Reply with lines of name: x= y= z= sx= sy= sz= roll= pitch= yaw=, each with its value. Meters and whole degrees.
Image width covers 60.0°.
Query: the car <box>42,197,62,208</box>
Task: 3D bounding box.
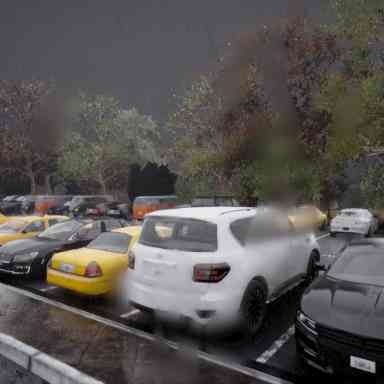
car: x=-11.448 y=1.539 z=32.432 sx=2.097 sy=1.535 sz=5.008 roll=0 pitch=0 yaw=36

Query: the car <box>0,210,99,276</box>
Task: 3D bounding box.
car: x=-3.443 y=1.554 z=10.486 sx=2.231 sy=1.521 sz=4.892 roll=0 pitch=0 yaw=36

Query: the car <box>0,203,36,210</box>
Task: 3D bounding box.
car: x=-10.398 y=1.524 z=15.287 sx=1.946 sy=1.575 sz=5.366 roll=0 pitch=0 yaw=36

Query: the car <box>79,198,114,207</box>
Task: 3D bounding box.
car: x=-6.949 y=1.548 z=29.203 sx=2.163 sy=1.488 sz=4.792 roll=0 pitch=0 yaw=36

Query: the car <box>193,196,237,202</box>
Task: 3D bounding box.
car: x=2.020 y=1.285 z=22.707 sx=2.435 sy=2.045 sz=5.566 roll=0 pitch=0 yaw=36

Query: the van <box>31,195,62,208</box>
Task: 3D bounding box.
van: x=-13.627 y=1.329 z=34.148 sx=1.878 sy=1.987 sz=4.442 roll=0 pitch=0 yaw=36

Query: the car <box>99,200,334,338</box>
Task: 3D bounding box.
car: x=1.068 y=1.320 z=7.247 sx=2.435 sy=2.045 sz=5.566 roll=0 pitch=0 yaw=36

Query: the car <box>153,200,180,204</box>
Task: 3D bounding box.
car: x=-0.257 y=1.557 z=24.286 sx=2.163 sy=1.488 sz=4.792 roll=0 pitch=0 yaw=36

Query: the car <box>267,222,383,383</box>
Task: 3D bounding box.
car: x=3.302 y=1.580 z=5.600 sx=2.097 sy=1.535 sz=5.008 roll=0 pitch=0 yaw=36

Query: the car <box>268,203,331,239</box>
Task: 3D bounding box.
car: x=6.380 y=1.552 z=19.285 sx=1.946 sy=1.575 sz=5.366 roll=0 pitch=0 yaw=36

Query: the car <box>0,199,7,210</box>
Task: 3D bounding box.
car: x=-27.256 y=1.684 z=43.877 sx=2.002 sy=1.452 sz=4.674 roll=0 pitch=0 yaw=36

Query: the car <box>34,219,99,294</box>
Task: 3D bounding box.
car: x=-1.089 y=1.559 z=9.003 sx=1.946 sy=1.575 sz=5.366 roll=0 pitch=0 yaw=36

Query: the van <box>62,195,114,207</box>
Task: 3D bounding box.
van: x=-9.259 y=1.302 z=30.707 sx=1.878 sy=1.987 sz=4.442 roll=0 pitch=0 yaw=36

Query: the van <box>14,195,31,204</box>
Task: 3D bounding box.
van: x=-16.008 y=1.343 z=35.584 sx=1.878 sy=1.987 sz=4.442 roll=0 pitch=0 yaw=36

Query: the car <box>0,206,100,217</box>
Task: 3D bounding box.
car: x=-5.804 y=1.540 z=11.959 sx=1.946 sy=1.575 sz=5.366 roll=0 pitch=0 yaw=36

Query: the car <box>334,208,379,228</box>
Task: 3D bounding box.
car: x=8.731 y=1.604 z=17.808 sx=2.002 sy=1.452 sz=4.674 roll=0 pitch=0 yaw=36

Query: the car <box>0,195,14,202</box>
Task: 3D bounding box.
car: x=-18.199 y=1.333 z=37.280 sx=2.435 sy=2.045 sz=5.566 roll=0 pitch=0 yaw=36

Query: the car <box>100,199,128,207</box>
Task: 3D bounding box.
car: x=-4.812 y=1.546 z=27.655 sx=2.163 sy=1.488 sz=4.792 roll=0 pitch=0 yaw=36

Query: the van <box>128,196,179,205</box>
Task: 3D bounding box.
van: x=-2.516 y=1.294 z=26.101 sx=1.878 sy=1.987 sz=4.442 roll=0 pitch=0 yaw=36
